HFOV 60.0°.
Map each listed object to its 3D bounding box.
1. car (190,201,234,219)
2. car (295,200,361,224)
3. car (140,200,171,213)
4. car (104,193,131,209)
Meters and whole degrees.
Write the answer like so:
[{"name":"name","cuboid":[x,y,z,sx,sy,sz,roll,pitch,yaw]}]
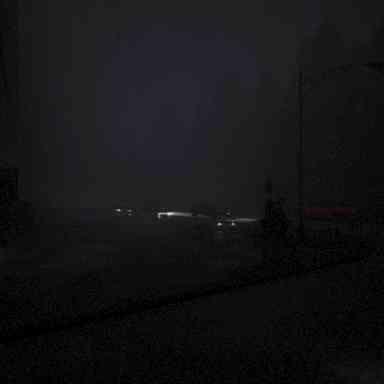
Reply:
[{"name":"car","cuboid":[1.641,1.526,29.400,1.812,1.442,4.674,0,0,-36]},{"name":"car","cuboid":[9.977,1.352,24.829,2.097,1.767,4.553,0,0,-37]},{"name":"car","cuboid":[-4.170,1.564,37.481,1.994,1.385,4.181,0,0,-35]},{"name":"car","cuboid":[-10.413,1.221,46.220,2.150,2.045,5.566,0,0,-35]}]
